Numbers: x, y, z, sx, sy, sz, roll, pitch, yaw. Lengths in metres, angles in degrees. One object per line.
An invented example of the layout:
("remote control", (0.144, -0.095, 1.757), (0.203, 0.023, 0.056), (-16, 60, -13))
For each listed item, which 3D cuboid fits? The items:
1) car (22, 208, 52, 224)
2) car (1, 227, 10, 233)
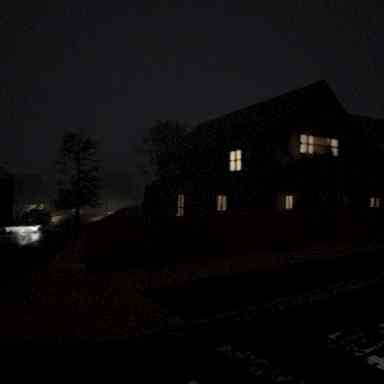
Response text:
("car", (-15.915, 2.470, 34.390), (2.128, 1.511, 4.902), (1, -1, -9))
("car", (-14.000, 2.214, 22.367), (2.033, 1.411, 5.357), (1, -2, -10))
